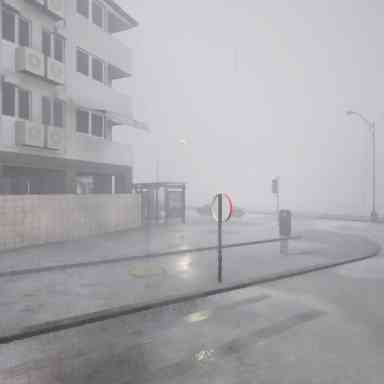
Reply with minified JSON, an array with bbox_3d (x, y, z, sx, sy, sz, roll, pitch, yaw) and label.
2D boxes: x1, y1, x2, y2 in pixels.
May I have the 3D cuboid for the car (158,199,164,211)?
[{"bbox_3d":[-4.018,1.548,38.289,2.033,1.411,5.357,0,0,-35],"label":"car"}]

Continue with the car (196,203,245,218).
[{"bbox_3d":[2.472,1.601,29.168,1.895,1.301,4.718,0,0,-35],"label":"car"}]
